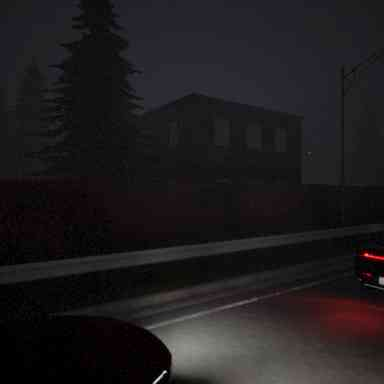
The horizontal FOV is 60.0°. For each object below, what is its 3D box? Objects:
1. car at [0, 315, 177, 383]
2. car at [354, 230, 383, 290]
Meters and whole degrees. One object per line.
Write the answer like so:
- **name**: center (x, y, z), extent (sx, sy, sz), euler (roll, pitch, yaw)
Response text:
- **car**: center (-2.267, 1.526, 2.135), extent (4.674, 1.442, 1.812), euler (0, 0, -36)
- **car**: center (5.772, 1.500, 7.864), extent (4.892, 1.490, 1.837), euler (0, 0, -35)
